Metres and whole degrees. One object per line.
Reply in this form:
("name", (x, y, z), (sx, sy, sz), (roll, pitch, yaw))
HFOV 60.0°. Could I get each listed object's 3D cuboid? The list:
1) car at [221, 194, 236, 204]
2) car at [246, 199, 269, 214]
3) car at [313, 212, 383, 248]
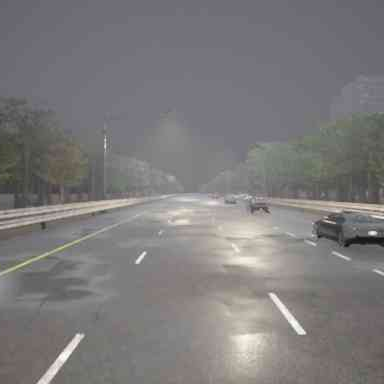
("car", (7.162, 1.613, 63.696), (1.994, 1.385, 4.181), (0, 0, 0))
("car", (7.048, 1.528, 36.257), (1.837, 1.490, 4.892), (0, 0, 0))
("car", (7.005, 1.571, 14.888), (1.994, 1.385, 4.181), (0, 0, 0))
